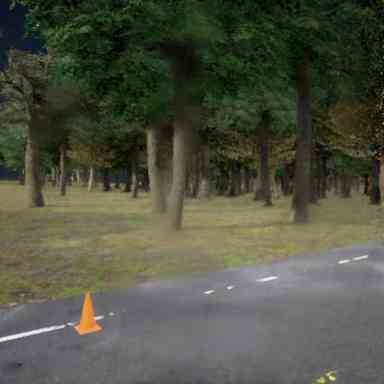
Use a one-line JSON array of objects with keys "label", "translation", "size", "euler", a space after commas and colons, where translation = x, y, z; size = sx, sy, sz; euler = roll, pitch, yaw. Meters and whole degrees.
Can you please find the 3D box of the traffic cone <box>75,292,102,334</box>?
[{"label": "traffic cone", "translation": [-1.708, 1.953, 5.474], "size": [0.340, 0.580, 0.340], "euler": [0, 0, -36]}]
